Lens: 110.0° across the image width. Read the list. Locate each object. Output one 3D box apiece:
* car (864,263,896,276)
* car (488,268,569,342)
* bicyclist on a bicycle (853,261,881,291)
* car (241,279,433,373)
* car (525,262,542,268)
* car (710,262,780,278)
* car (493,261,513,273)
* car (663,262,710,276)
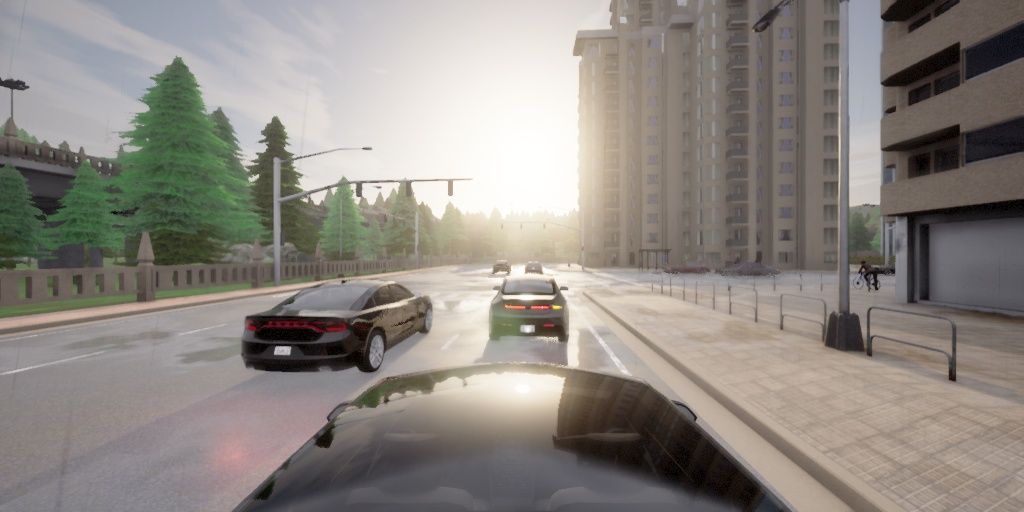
[{"bbox_3d":[39.454,1.378,36.954,4.718,1.301,1.895,0,0,3],"label":"car"},{"bbox_3d":[0.494,1.249,9.798,1.837,1.490,4.892,0,0,4],"label":"car"},{"bbox_3d":[19.755,1.093,19.999,0.582,1.620,1.656,0,0,3],"label":"bicyclist on a bicycle"},{"bbox_3d":[-3.161,1.223,7.678,1.882,1.535,5.008,0,0,4],"label":"car"},{"bbox_3d":[2.442,1.319,40.758,1.994,1.385,4.181,0,0,4],"label":"car"},{"bbox_3d":[22.458,1.328,34.365,5.357,1.411,2.033,0,0,3],"label":"car"},{"bbox_3d":[-1.077,1.244,40.519,1.837,1.490,4.892,0,0,4],"label":"car"},{"bbox_3d":[18.560,1.304,38.040,4.674,1.442,1.812,0,0,2],"label":"car"}]
